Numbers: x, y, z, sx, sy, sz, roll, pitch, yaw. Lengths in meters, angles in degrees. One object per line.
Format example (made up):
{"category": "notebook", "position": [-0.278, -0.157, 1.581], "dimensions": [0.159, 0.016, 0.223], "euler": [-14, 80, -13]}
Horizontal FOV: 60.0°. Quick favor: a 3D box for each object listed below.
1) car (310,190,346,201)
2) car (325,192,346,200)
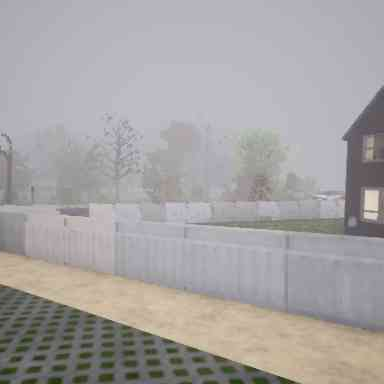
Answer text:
{"category": "car", "position": [19.034, 0.777, 45.912], "dimensions": [5.566, 2.045, 2.150], "euler": [0, 2, -19]}
{"category": "car", "position": [20.089, 1.120, 42.849], "dimensions": [4.674, 1.442, 1.812], "euler": [0, 2, -19]}
